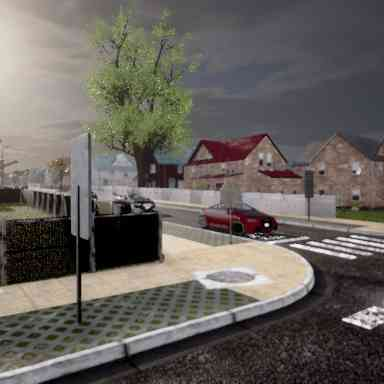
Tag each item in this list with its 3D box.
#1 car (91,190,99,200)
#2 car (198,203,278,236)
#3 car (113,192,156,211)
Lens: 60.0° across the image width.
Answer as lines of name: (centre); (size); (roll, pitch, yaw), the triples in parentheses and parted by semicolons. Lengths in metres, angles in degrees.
car: (-11.551, 0.439, 35.813); (1.837, 1.490, 4.892); (0, 2, -35)
car: (2.140, 1.218, 16.353); (1.994, 1.385, 4.181); (0, 2, -36)
car: (-4.521, 0.799, 25.706); (2.128, 1.511, 4.902); (0, 2, -35)
